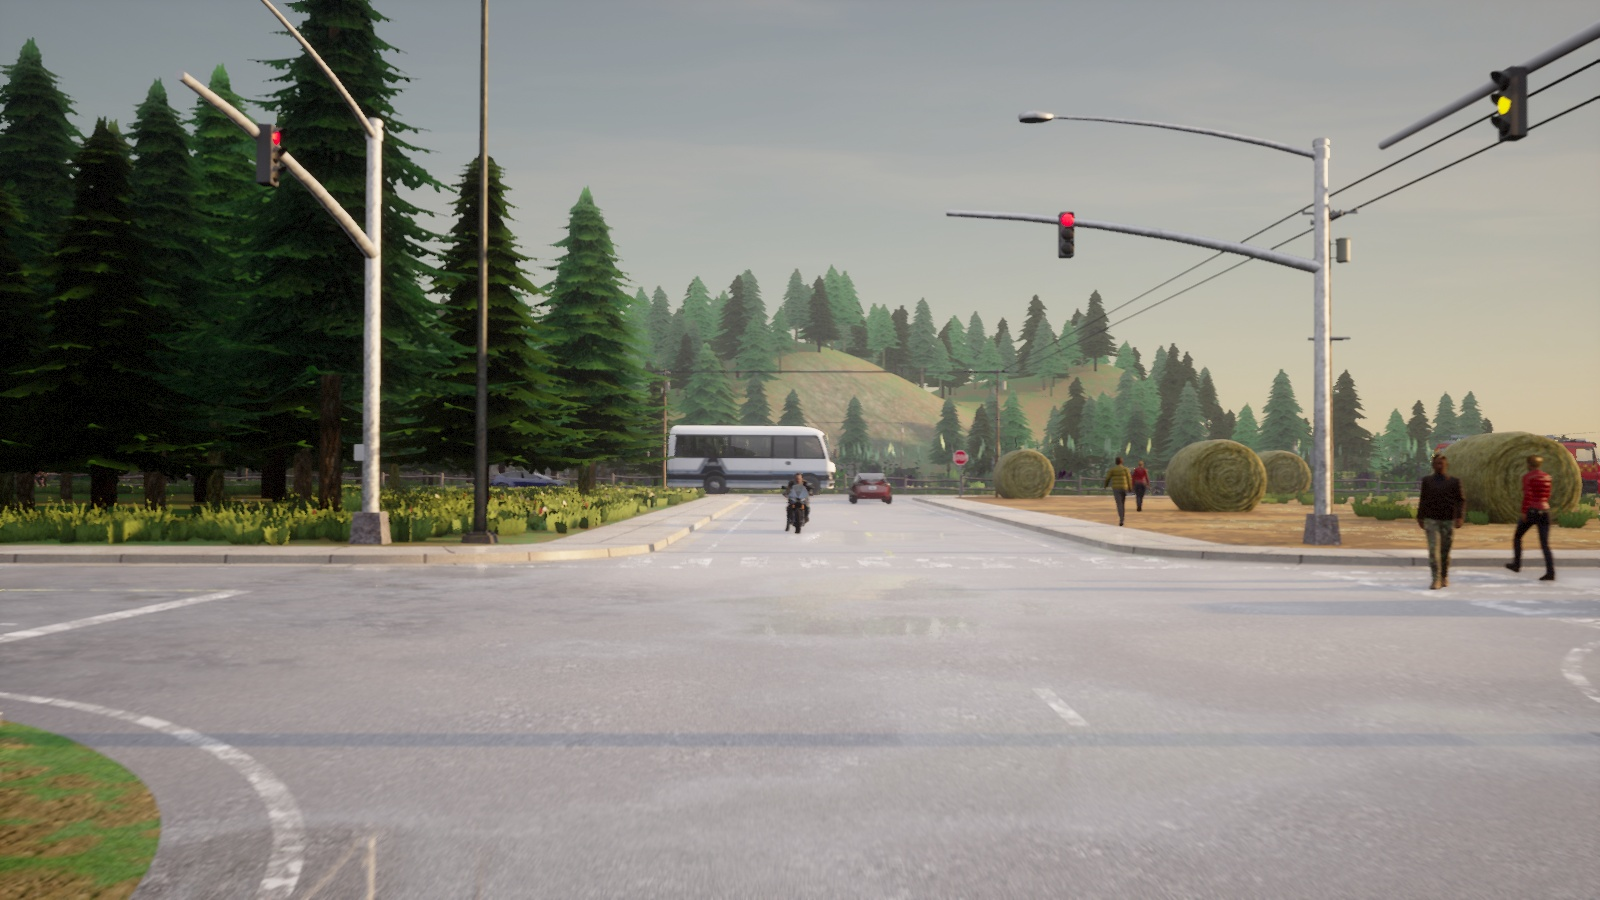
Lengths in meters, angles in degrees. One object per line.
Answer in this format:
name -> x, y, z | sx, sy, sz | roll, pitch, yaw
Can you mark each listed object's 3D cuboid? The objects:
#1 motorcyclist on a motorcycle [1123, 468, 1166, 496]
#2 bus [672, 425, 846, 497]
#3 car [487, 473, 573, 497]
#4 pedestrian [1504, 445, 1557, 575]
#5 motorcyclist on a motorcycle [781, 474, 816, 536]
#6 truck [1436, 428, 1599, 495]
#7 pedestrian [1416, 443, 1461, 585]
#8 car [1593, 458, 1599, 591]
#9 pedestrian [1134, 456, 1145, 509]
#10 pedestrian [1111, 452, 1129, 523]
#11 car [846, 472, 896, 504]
motorcyclist on a motorcycle -> 20.636, 1.907, 75.201 | 2.350, 1.649, 0.766 | 0, -1, 3
bus -> -2.346, 0.698, 76.308 | 10.273, 4.253, 3.944 | 0, -1, 3
car -> -16.507, 2.134, 76.954 | 4.792, 1.488, 2.163 | 0, -1, 2
pedestrian -> 10.523, 0.851, 18.099 | 0.331, 1.846, 0.636 | 0, -1, -5
motorcyclist on a motorcycle -> -0.045, 1.390, 32.262 | 0.866, 1.530, 2.191 | 0, -1, 0
truck -> 42.599, 0.687, 74.172 | 8.468, 3.827, 2.891 | 0, -1, 3
pedestrian -> 8.498, 0.836, 16.709 | 0.431, 1.840, 0.703 | -1, -1, 35
car -> 11.743, 0.882, 14.503 | 3.988, 1.617, 1.851 | 0, -1, -1
pedestrian -> 11.929, 1.140, 44.066 | 0.331, 1.846, 0.636 | -1, -1, 17
pedestrian -> 8.379, 0.978, 32.862 | 0.370, 1.835, 0.726 | 0, -1, 8
car -> 3.423, 1.831, 61.521 | 2.163, 1.488, 4.792 | 0, -1, 0
